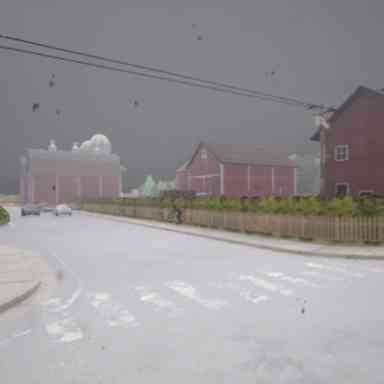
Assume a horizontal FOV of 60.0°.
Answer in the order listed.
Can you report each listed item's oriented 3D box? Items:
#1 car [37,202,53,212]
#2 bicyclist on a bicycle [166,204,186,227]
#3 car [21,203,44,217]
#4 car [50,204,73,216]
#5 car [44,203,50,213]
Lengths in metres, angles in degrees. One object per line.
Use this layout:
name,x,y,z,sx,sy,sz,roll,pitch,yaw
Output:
car,-25.826,2.596,58.290,2.128,1.511,4.902,0,-1,-30
bicyclist on a bicycle,-1.147,1.700,23.985,1.656,1.620,0.582,0,-1,-30
car,-20.197,2.307,41.689,1.837,1.490,4.892,0,-1,-30
car,-16.616,2.323,42.729,1.812,1.442,4.674,0,-1,-30
car,-21.842,2.572,51.514,1.895,1.301,4.718,0,-1,-30
